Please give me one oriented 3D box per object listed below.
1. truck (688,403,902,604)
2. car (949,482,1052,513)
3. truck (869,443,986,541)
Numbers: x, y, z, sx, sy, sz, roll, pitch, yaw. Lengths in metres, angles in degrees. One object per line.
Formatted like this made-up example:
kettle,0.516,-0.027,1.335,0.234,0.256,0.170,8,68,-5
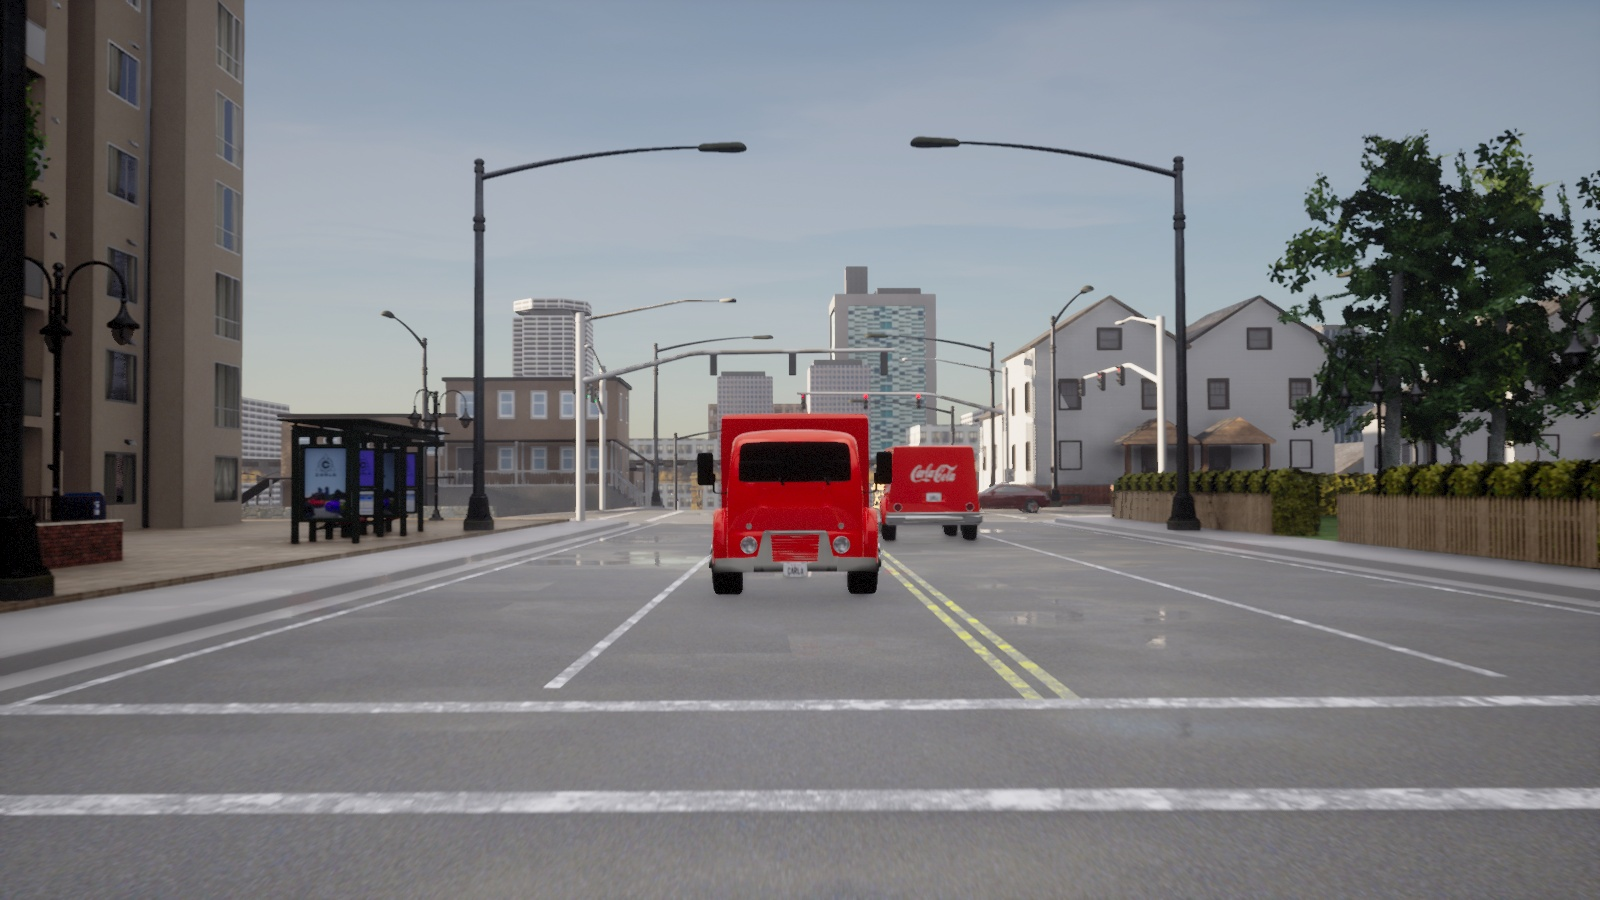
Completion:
truck,-0.068,0.735,18.229,2.627,2.467,5.204,-1,-2,0
car,9.733,2.296,61.064,4.674,1.442,1.812,-1,-2,-1
truck,3.388,1.135,34.479,2.627,2.467,5.204,-1,-2,0
